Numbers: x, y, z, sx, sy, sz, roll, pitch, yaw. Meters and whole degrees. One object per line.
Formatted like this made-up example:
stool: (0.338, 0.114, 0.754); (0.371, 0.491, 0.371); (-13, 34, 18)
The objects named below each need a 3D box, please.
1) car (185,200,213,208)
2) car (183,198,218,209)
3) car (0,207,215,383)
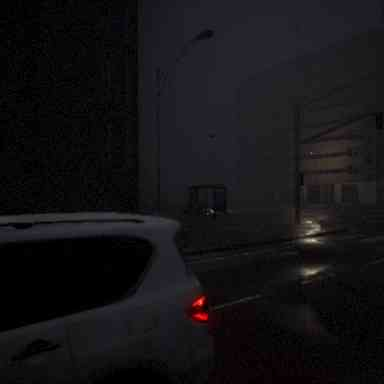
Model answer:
car: (1.128, 1.575, 41.937); (1.994, 1.385, 4.181); (0, 0, -37)
car: (1.109, 1.554, 47.717); (2.033, 1.411, 5.357); (0, 0, -37)
car: (-2.394, 1.238, 2.325); (5.566, 2.045, 2.150); (0, 0, -35)
